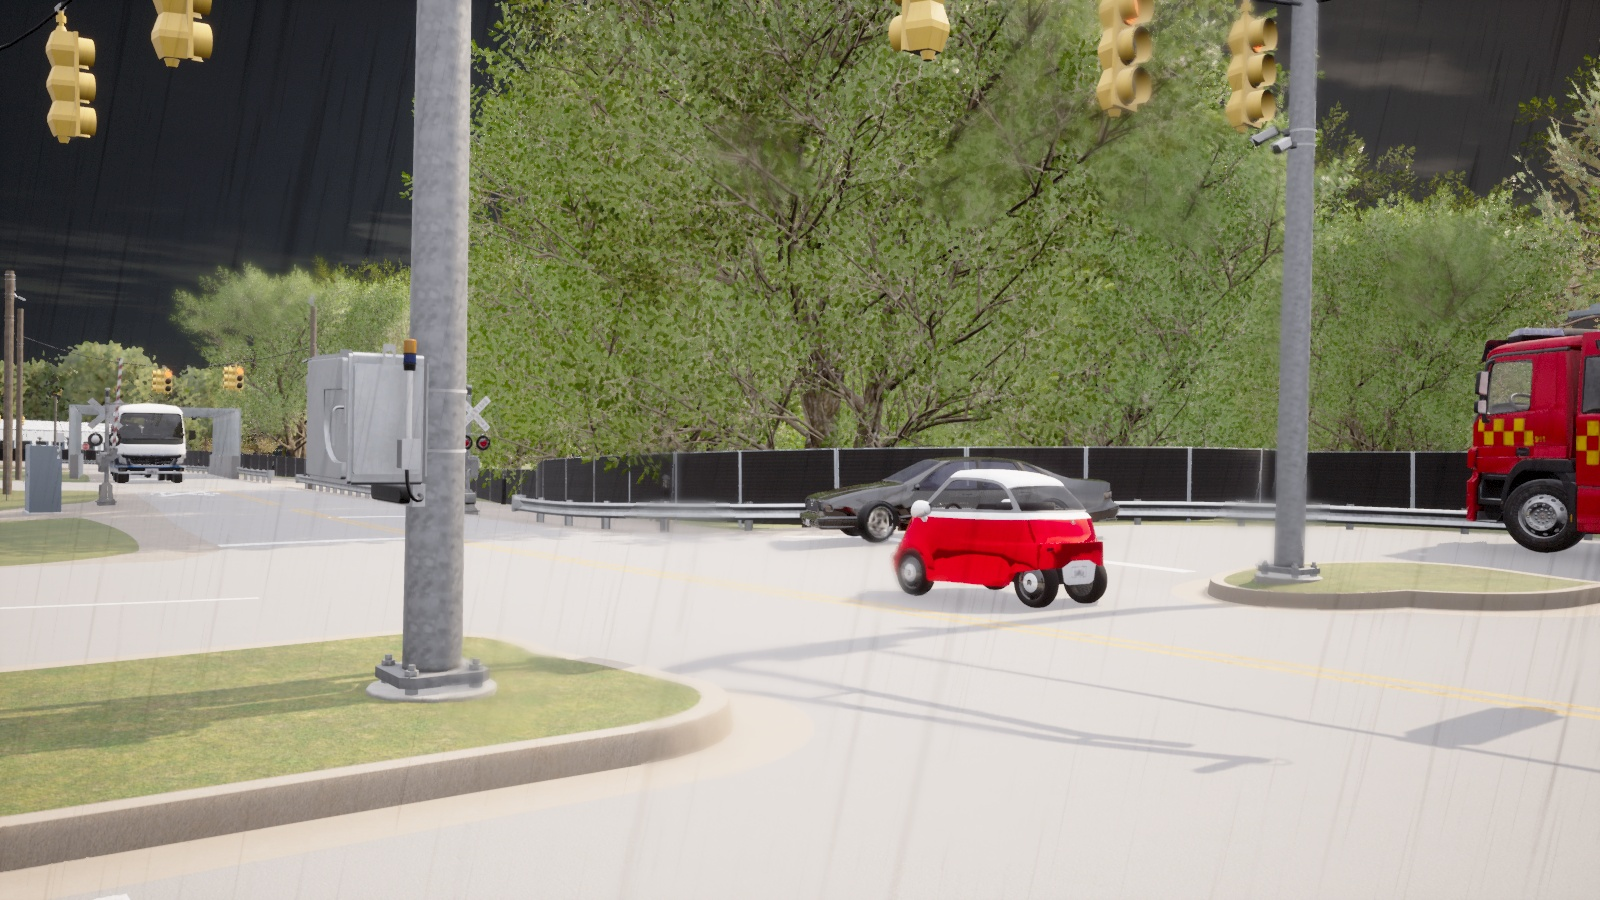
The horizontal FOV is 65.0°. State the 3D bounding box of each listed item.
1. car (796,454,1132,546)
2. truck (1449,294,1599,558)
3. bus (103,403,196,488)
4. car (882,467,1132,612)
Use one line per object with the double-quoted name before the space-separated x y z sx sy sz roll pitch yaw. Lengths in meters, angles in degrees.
"car" 2.763 0.806 21.677 5.357 1.411 2.033 -1 0 -11
"truck" 13.217 -0.340 17.422 2.891 3.827 8.468 0 1 -10
"bus" -35.753 -0.203 68.768 3.944 4.253 10.273 0 0 -31
"car" 2.158 0.876 13.366 1.481 1.376 2.207 1 -1 -36
